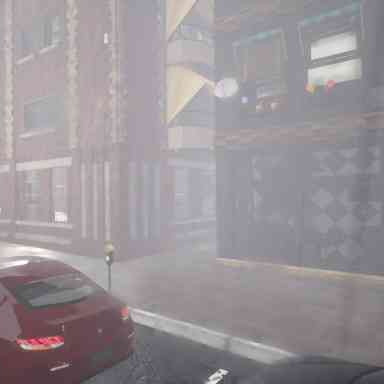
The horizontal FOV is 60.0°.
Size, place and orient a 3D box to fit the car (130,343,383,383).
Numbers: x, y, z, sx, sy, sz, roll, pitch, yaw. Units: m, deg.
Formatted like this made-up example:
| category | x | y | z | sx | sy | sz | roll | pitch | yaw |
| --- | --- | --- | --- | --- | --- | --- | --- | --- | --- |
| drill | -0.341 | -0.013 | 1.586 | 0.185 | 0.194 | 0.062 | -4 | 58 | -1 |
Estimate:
| category | x | y | z | sx | sy | sz | roll | pitch | yaw |
| --- | --- | --- | --- | --- | --- | --- | --- | --- | --- |
| car | 1.975 | 1.566 | 1.439 | 4.313 | 1.339 | 1.947 | 0 | -1 | 35 |

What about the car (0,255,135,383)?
| category | x | y | z | sx | sy | sz | roll | pitch | yaw |
| --- | --- | --- | --- | --- | --- | --- | --- | --- | --- |
| car | -2.633 | 1.583 | 4.720 | 4.206 | 1.307 | 1.802 | 0 | -1 | 35 |
